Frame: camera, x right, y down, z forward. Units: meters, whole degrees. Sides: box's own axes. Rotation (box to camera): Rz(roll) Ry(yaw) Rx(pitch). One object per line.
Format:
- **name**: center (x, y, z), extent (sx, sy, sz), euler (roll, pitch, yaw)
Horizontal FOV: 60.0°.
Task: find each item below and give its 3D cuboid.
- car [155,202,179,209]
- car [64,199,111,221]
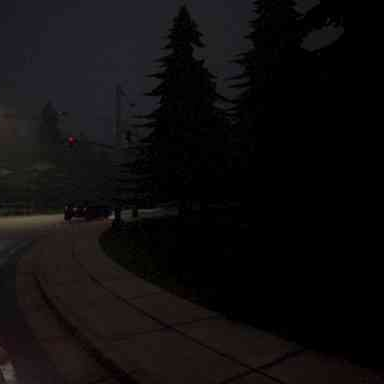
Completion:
- **car**: center (-3.497, 1.529, 46.676), extent (2.128, 1.511, 4.902), euler (0, 0, 29)
- **car**: center (-8.439, 1.341, 27.374), extent (2.097, 1.767, 4.553), euler (0, 0, 12)
